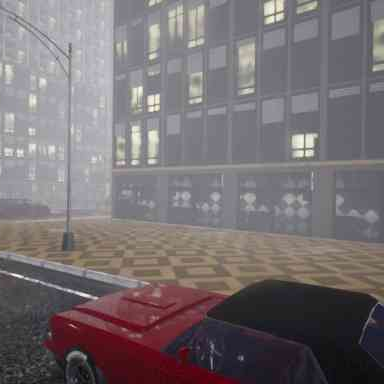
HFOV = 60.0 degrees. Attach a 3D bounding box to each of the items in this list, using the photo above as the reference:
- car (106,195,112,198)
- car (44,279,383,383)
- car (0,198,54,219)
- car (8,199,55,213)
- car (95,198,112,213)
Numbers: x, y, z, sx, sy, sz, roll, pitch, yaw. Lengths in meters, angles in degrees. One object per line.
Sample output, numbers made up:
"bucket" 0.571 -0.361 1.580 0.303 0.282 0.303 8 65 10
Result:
"car" -10.943 1.462 46.965 2.150 2.045 5.566 1 1 37
"car" 0.625 1.600 3.241 4.718 1.301 1.895 0 0 36
"car" -15.766 1.517 30.760 2.192 1.841 5.009 1 0 37
"car" -19.244 1.640 40.143 1.752 1.417 4.829 1 0 37
"car" -8.949 1.828 39.957 1.752 1.417 4.829 1 0 37
